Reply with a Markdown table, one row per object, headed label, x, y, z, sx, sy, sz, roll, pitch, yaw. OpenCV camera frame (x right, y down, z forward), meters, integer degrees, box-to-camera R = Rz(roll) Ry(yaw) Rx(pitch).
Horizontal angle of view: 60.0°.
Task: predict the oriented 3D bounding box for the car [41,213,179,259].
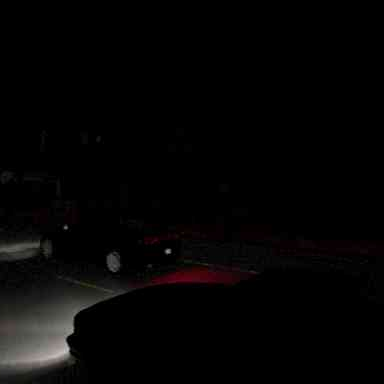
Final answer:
| label | x | y | z | sx | sy | sz | roll | pitch | yaw |
| --- | --- | --- | --- | --- | --- | --- | --- | --- | --- |
| car | -2.638 | 1.377 | 10.168 | 5.008 | 1.535 | 1.882 | 1 | 0 | 35 |

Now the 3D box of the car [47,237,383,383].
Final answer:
| label | x | y | z | sx | sy | sz | roll | pitch | yaw |
| --- | --- | --- | --- | --- | --- | --- | --- | --- | --- |
| car | 1.089 | 1.536 | 3.214 | 5.357 | 1.411 | 2.033 | 1 | 0 | 35 |
